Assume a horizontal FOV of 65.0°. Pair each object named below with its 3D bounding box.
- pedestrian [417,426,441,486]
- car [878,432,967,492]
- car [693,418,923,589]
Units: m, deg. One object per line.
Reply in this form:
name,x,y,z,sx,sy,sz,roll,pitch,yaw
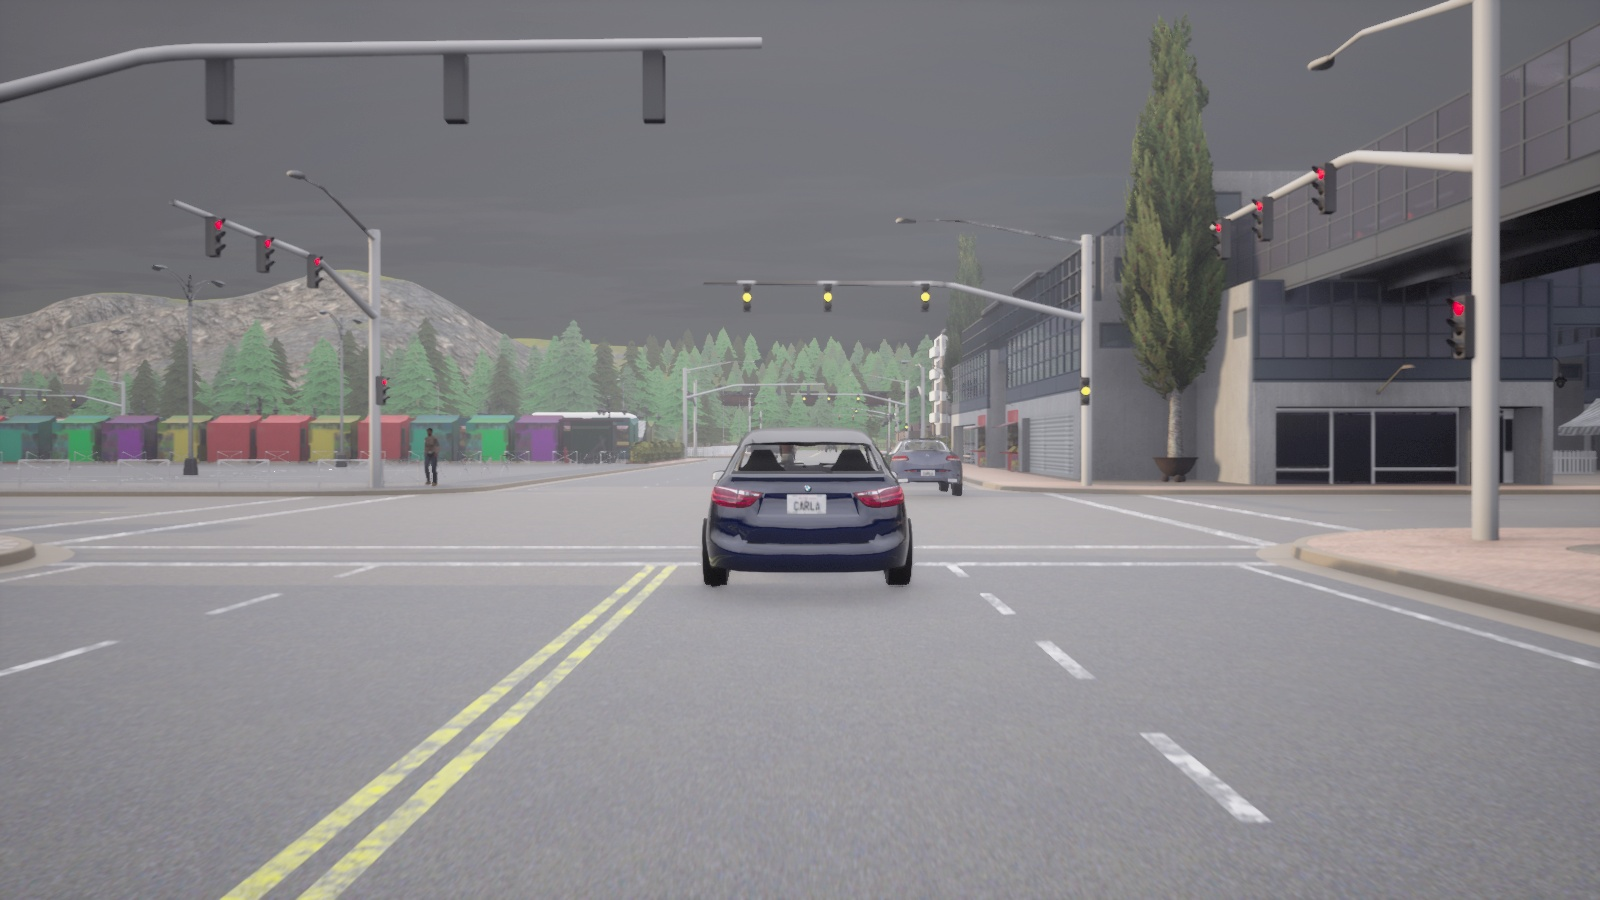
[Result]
pedestrian,-11.406,0.178,38.606,0.328,1.805,0.869,0,0,12
car,3.517,0.319,37.029,2.152,1.651,5.027,0,0,0
car,0.056,0.509,14.537,2.242,1.667,4.611,0,0,-1
